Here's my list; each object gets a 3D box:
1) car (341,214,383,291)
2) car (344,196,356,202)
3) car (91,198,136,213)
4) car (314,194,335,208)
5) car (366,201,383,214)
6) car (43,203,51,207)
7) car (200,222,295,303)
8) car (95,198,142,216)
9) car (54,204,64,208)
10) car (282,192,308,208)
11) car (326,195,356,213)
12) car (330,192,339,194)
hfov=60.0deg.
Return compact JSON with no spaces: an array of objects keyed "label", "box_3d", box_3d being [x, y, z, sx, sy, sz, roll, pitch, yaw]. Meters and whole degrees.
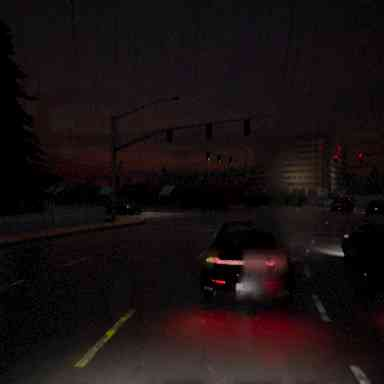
[{"label":"car","box_3d":[5.200,1.535,8.624,2.033,1.411,5.357,0,0,16]},{"label":"car","box_3d":[34.015,1.492,71.653,1.895,1.301,4.718,0,0,32]},{"label":"car","box_3d":[-9.008,1.495,38.135,4.902,1.511,2.128,0,0,32]},{"label":"car","box_3d":[18.456,1.460,46.577,1.812,1.442,4.674,0,1,32]},{"label":"car","box_3d":[17.612,1.553,31.519,2.033,1.411,5.357,0,0,32]},{"label":"car","box_3d":[-20.026,1.220,40.916,5.566,2.045,2.150,0,0,32]},{"label":"car","box_3d":[1.448,1.480,8.258,2.128,1.511,4.902,0,0,12]},{"label":"car","box_3d":[-7.156,1.363,32.841,4.553,1.767,2.097,0,0,32]},{"label":"car","box_3d":[-19.229,1.473,44.548,5.008,1.535,1.882,0,0,32]},{"label":"car","box_3d":[14.940,1.154,47.551,2.150,2.045,5.566,0,0,32]},{"label":"car","box_3d":[16.375,1.464,36.170,2.128,1.511,4.902,0,1,32]},{"label":"car","box_3d":[31.599,1.118,74.404,2.150,2.045,5.566,0,0,32]}]
